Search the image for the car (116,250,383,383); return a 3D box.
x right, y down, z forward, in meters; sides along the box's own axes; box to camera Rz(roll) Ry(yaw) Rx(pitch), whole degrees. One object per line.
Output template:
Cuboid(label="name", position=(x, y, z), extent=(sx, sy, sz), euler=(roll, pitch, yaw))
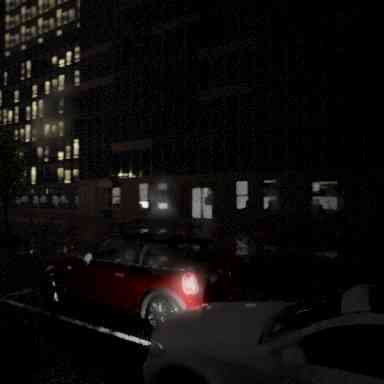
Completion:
Cuboid(label="car", position=(1.706, 1.615, 2.996), extent=(4.674, 1.442, 1.812), euler=(0, -1, 31))

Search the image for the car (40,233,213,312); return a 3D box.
Cuboid(label="car", position=(-1.268, 1.564, 6.933), extent=(4.097, 1.590, 1.967), euler=(0, -2, 31))
